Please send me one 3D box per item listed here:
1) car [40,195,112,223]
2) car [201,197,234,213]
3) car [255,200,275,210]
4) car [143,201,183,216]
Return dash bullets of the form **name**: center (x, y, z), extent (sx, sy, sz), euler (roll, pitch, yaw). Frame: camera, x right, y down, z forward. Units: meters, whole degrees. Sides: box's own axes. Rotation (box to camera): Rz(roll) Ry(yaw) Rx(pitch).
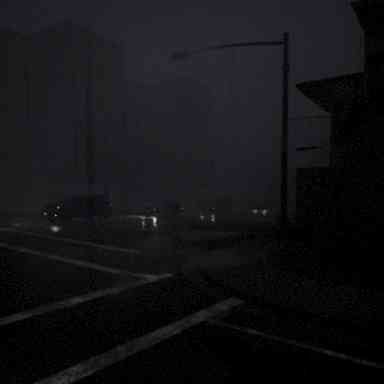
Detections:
- **car**: center (-8.795, 1.221, 25.841), extent (2.150, 2.045, 5.566), euler (1, 0, 35)
- **car**: center (3.356, 1.605, 42.849), extent (2.150, 2.045, 5.566), euler (1, -1, 35)
- **car**: center (12.170, 2.162, 55.043), extent (1.882, 1.535, 5.008), euler (1, 0, 36)
- **car**: center (-2.874, 1.660, 34.138), extent (1.837, 1.490, 4.892), euler (1, -1, 36)
